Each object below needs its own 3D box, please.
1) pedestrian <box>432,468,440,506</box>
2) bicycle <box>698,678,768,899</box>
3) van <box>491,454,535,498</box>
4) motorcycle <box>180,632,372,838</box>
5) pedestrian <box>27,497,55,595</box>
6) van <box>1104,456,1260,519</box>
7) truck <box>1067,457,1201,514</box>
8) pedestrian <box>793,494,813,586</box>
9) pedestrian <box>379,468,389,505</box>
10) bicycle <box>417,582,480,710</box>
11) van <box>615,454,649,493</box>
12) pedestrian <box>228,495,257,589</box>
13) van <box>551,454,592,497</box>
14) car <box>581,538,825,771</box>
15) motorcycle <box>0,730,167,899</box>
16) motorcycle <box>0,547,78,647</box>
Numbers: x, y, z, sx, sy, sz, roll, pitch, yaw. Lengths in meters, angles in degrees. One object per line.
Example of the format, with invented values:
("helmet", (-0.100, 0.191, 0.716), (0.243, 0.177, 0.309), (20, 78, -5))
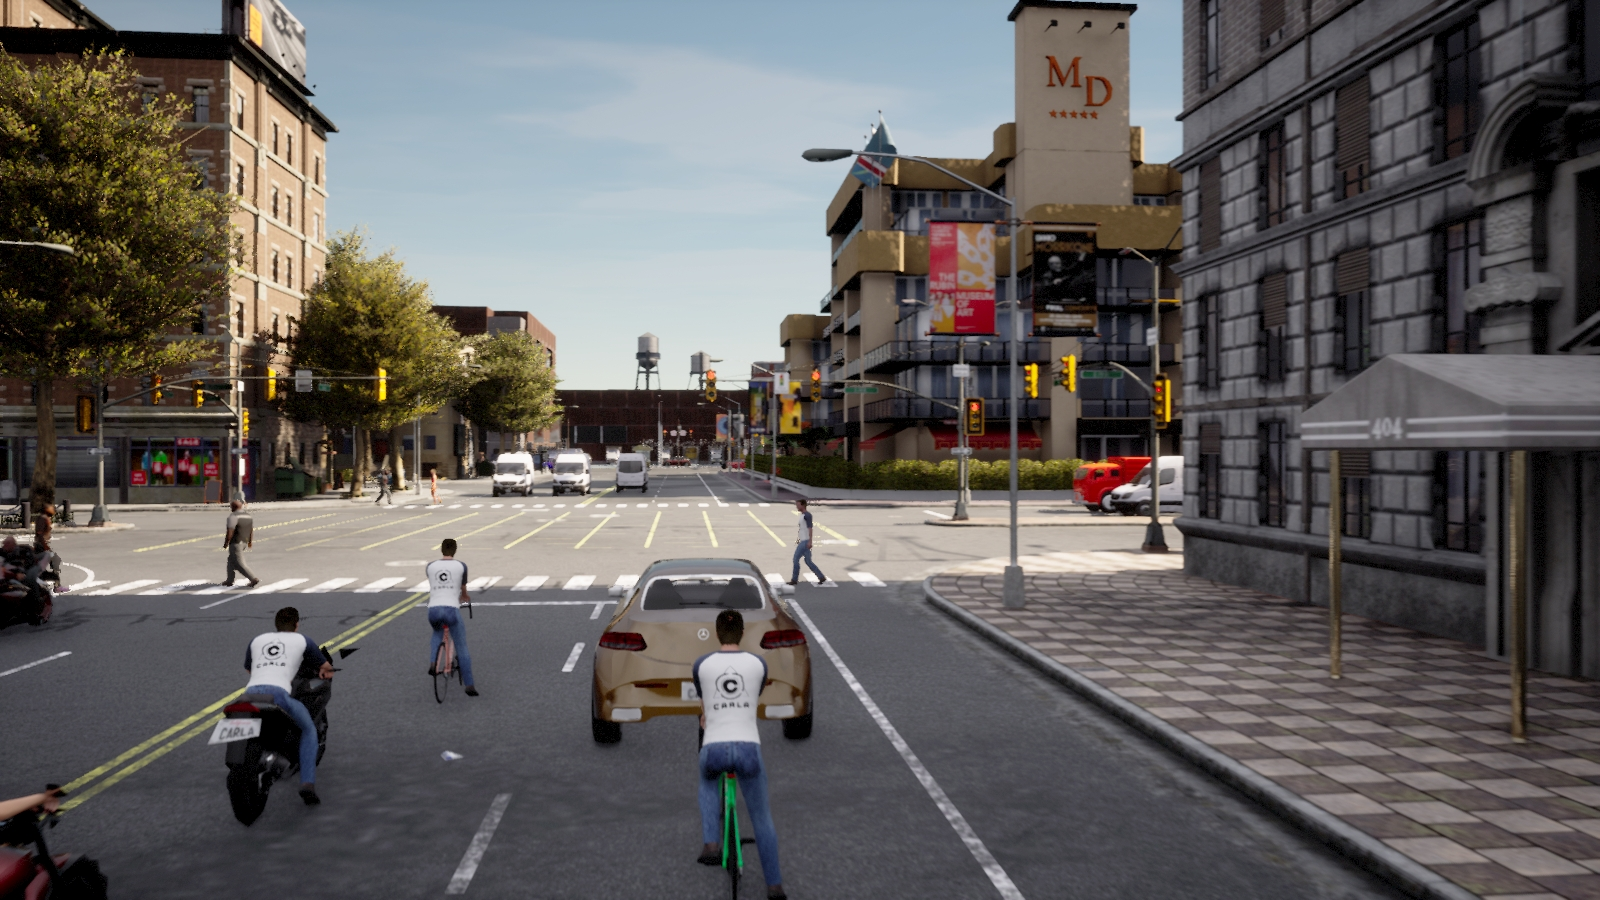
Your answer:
("pedestrian", (-18.231, 1.853, 57.230), (0.375, 1.860, 0.375), (0, 0, -12))
("bicycle", (-0.450, 2.206, 7.250), (0.373, 1.196, 1.643), (0, 0, -6))
("van", (-17.581, 1.539, 70.220), (1.988, 2.561, 5.915), (0, 0, -8))
("motorcycle", (-4.158, 2.214, 9.254), (0.803, 1.145, 2.033), (0, 0, -6))
("pedestrian", (-14.732, 1.853, 22.184), (0.375, 1.860, 0.375), (0, 0, -20))
("van", (15.996, 1.529, 47.966), (5.915, 2.561, 1.988), (0, 0, -6))
("truck", (14.969, 1.563, 51.388), (5.204, 2.467, 2.627), (0, 0, -6))
("pedestrian", (0.066, 1.848, 23.570), (0.375, 1.860, 0.375), (0, 0, -6))
("pedestrian", (-20.924, 1.851, 57.447), (0.375, 1.860, 0.375), (0, 0, -2))
("bicycle", (-4.022, 2.207, 13.152), (0.373, 1.196, 1.643), (0, 0, -6))
("van", (-11.332, 1.537, 77.420), (1.988, 2.561, 5.915), (0, 0, -6))
("pedestrian", (-11.302, 1.852, 23.148), (0.375, 1.860, 0.375), (0, 0, 12))
("van", (-14.208, 1.538, 71.368), (1.988, 2.561, 5.915), (0, 0, -6))
("car", (-1.075, 1.992, 12.629), (2.152, 1.651, 5.027), (0, 0, -5))
("motorcycle", (-3.737, 2.171, 5.063), (0.764, 1.277, 2.356), (0, 0, -6))
("motorcycle", (-12.054, 2.208, 17.484), (0.867, 1.251, 2.209), (0, 0, -8))
